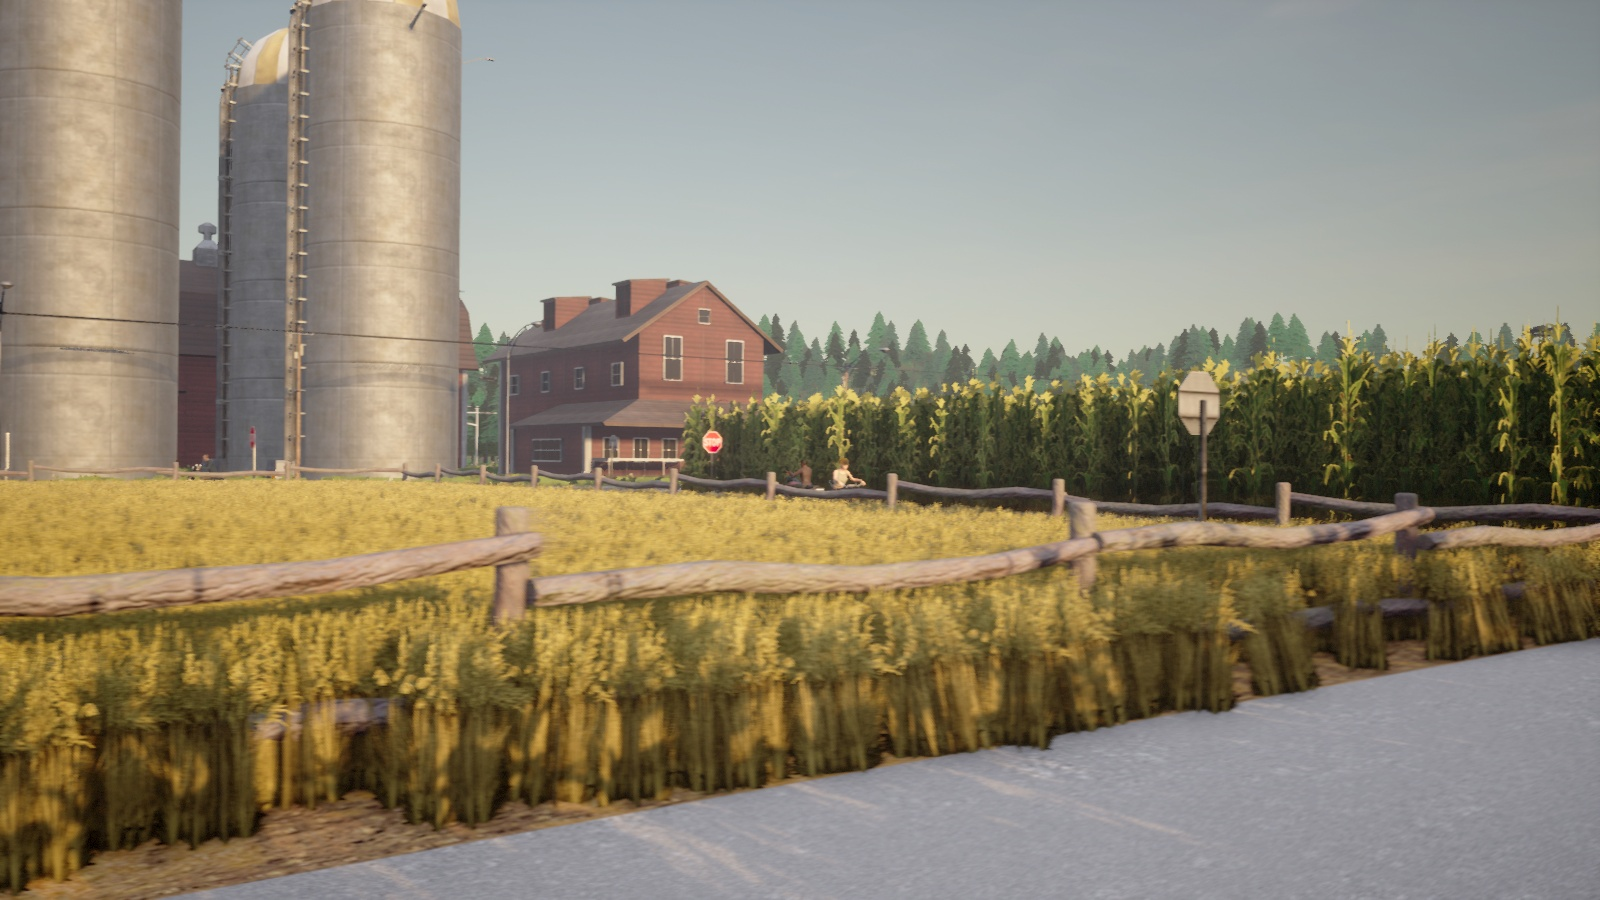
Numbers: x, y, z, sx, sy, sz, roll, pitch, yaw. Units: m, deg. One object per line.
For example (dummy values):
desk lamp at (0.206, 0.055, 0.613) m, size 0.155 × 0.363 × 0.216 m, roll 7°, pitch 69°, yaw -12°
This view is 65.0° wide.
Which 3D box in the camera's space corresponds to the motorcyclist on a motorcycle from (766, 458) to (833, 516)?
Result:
motorcyclist on a motorcycle at (-0.042, 1.076, 36.974) m, size 0.766 × 1.649 × 2.350 m, roll 1°, pitch -1°, yaw -35°
